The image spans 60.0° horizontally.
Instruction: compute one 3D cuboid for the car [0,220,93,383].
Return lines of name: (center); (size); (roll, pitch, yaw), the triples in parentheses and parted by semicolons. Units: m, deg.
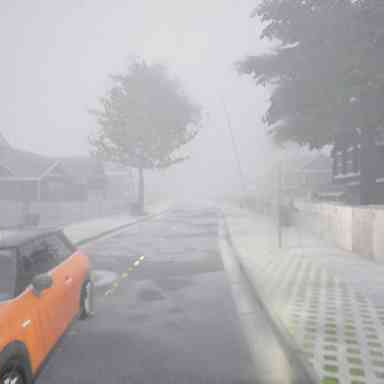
car: (-2.748, 1.358, 4.241); (2.097, 1.767, 4.553); (0, 0, -4)
